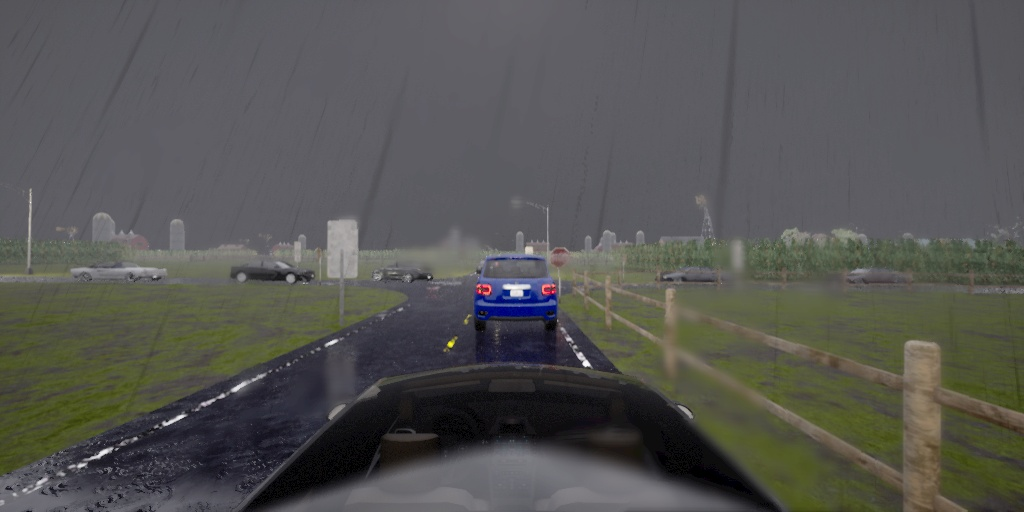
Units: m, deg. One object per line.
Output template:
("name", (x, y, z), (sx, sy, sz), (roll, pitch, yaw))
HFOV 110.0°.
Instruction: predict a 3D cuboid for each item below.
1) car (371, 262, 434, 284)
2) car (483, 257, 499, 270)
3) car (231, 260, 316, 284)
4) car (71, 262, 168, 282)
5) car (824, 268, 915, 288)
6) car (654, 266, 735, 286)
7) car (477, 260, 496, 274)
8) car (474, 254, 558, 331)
("car", (-7.950, 1.173, 25.863), (4.892, 1.490, 1.837), (1, -2, 25))
("car", (-2.920, 1.045, 51.120), (2.097, 1.767, 4.553), (0, 0, 0))
("car", (-15.794, 1.031, 23.867), (5.008, 1.535, 1.882), (1, -1, -1))
("car", (-25.958, 1.047, 23.857), (4.718, 1.301, 1.895), (1, -1, 0))
("car", (26.614, 1.625, 26.728), (5.357, 1.411, 2.033), (1, -1, 0))
("car", (13.571, 1.470, 26.726), (5.357, 1.411, 2.033), (1, -1, -1))
("car", (-2.920, 1.214, 41.193), (1.837, 1.490, 4.892), (0, 0, 0))
("car", (0.057, 0.966, 11.116), (2.150, 2.045, 5.566), (0, 0, -1))
